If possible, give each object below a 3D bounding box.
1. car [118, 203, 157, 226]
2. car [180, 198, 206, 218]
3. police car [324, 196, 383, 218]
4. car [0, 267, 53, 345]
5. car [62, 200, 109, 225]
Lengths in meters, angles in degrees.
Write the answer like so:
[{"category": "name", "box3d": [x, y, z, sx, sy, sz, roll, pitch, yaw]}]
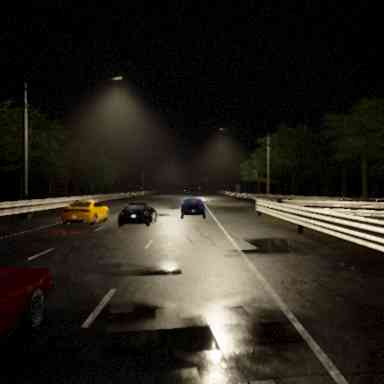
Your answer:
[{"category": "car", "box3d": [-3.411, 1.370, 21.414, 1.994, 1.385, 4.181, 0, 1, 0]}, {"category": "car", "box3d": [0.089, 1.215, 26.924, 1.882, 1.535, 5.008, 0, 1, 0]}, {"category": "police car", "box3d": [12.896, 1.131, 26.726, 1.930, 1.638, 5.238, 0, 0, -25]}, {"category": "car", "box3d": [-3.402, 1.570, 3.830, 1.895, 1.301, 4.718, 0, 0, 0]}, {"category": "car", "box3d": [-6.907, 1.276, 21.998, 1.882, 1.535, 5.008, 0, 1, 0]}]
